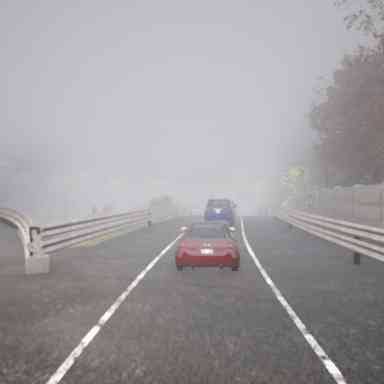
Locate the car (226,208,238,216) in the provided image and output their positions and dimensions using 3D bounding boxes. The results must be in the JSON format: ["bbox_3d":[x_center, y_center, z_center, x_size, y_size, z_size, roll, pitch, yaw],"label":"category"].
[{"bbox_3d":[7.050,3.485,58.784,1.895,1.301,4.718,0,-4,10],"label":"car"}]

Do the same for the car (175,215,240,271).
[{"bbox_3d":[0.554,1.707,11.563,1.994,1.385,4.181,0,-1,3],"label":"car"}]

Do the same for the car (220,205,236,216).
[{"bbox_3d":[5.125,2.635,46.946,2.033,1.411,5.357,0,-3,8],"label":"car"}]

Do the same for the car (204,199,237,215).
[{"bbox_3d":[2.231,1.544,25.834,2.150,2.045,5.566,0,-2,9],"label":"car"}]

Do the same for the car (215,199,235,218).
[{"bbox_3d":[4.051,1.946,39.547,2.150,2.045,5.566,0,-2,8],"label":"car"}]
